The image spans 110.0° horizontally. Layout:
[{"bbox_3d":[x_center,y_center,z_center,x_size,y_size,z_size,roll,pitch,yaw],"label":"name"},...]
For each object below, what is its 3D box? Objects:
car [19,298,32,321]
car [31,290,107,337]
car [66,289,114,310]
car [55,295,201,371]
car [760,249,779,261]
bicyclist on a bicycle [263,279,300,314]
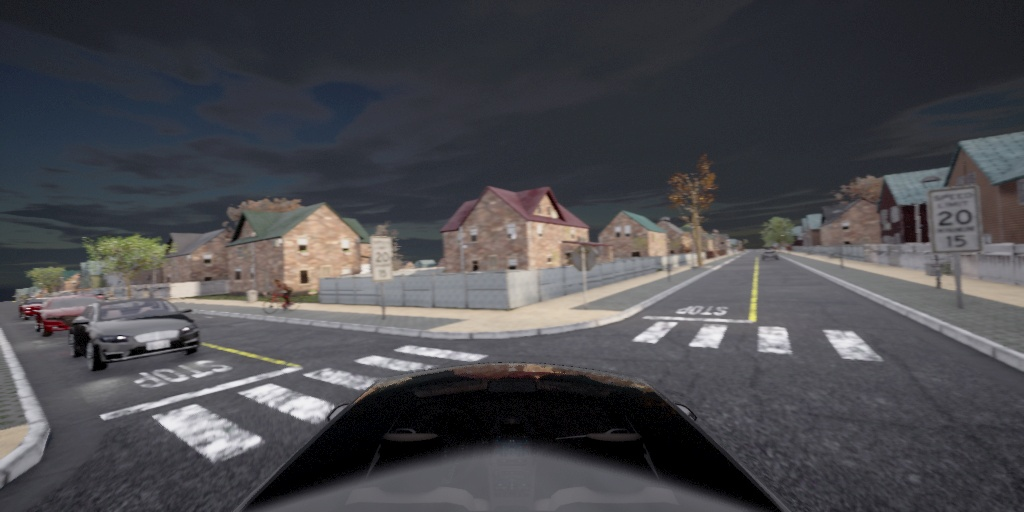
[{"bbox_3d":[-30.113,3.314,23.125,4.718,1.301,1.895,-4,-2,34],"label":"car"},{"bbox_3d":[-19.097,2.462,15.639,5.008,1.535,1.882,-4,-2,34],"label":"car"},{"bbox_3d":[-36.543,3.722,31.019,4.902,1.511,2.128,-4,-2,34],"label":"car"},{"bbox_3d":[-10.106,1.895,9.556,4.902,1.511,2.128,-4,-1,34],"label":"car"},{"bbox_3d":[35.386,-0.203,49.294,2.128,1.511,4.902,-4,-1,34],"label":"car"},{"bbox_3d":[-11.142,1.917,17.327,0.582,1.620,1.656,-4,-1,34],"label":"bicyclist on a bicycle"}]
